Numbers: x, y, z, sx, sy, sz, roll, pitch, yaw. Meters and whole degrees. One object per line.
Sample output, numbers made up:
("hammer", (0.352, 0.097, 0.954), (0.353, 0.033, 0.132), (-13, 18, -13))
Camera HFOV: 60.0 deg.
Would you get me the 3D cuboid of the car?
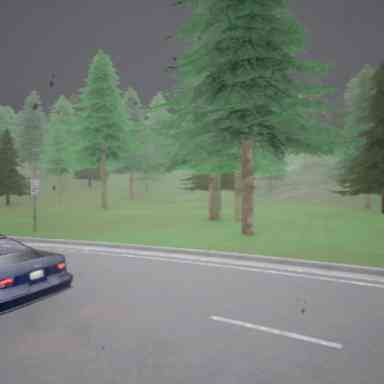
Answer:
("car", (-5.020, 1.494, 6.740), (5.357, 1.411, 2.033), (0, 1, 22))
